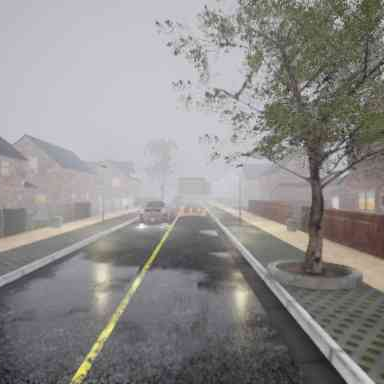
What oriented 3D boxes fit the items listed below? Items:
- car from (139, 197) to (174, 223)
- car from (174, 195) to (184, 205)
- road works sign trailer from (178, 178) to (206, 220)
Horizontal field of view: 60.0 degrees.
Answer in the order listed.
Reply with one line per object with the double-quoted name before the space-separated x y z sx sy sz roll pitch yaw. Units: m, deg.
"car" -2.838 1.430 26.232 2.097 1.767 4.553 0 0 0
"car" -2.733 1.601 66.731 2.150 2.045 5.566 0 0 0
"road works sign trailer" 0.009 0.551 28.588 2.380 3.560 2.880 0 0 0
